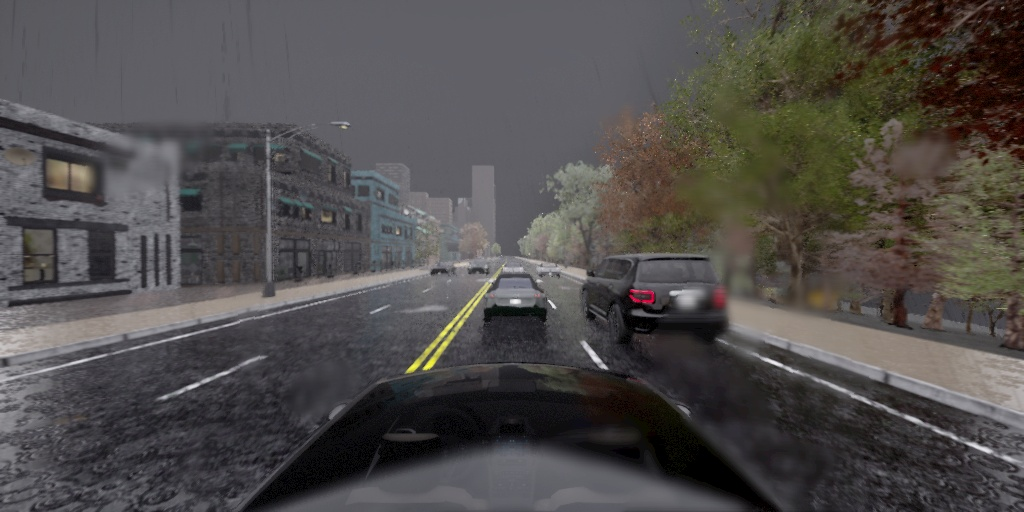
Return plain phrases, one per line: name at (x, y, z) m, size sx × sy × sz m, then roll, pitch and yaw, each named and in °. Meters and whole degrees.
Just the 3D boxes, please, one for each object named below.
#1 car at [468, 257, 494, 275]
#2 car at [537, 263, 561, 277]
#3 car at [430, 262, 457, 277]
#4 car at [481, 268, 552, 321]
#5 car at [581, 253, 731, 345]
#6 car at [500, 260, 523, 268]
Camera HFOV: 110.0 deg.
car at (-3.333, 1.019, 37.074) m, size 2.097 × 1.767 × 4.553 m, roll 0°, pitch 0°, yaw 0°
car at (3.356, 1.276, 33.601) m, size 1.895 × 1.301 × 4.718 m, roll 0°, pitch 0°, yaw 0°
car at (-6.589, 1.274, 34.668) m, size 1.895 × 1.301 × 4.718 m, roll 0°, pitch 0°, yaw 0°
car at (0.103, 1.289, 12.402) m, size 1.994 × 1.385 × 4.181 m, roll 0°, pitch 0°, yaw 0°
car at (3.352, 0.953, 9.537) m, size 2.150 × 2.045 × 5.566 m, roll 0°, pitch 0°, yaw 0°
car at (0.107, 1.276, 33.633) m, size 1.895 × 1.301 × 4.718 m, roll 0°, pitch 0°, yaw 0°
